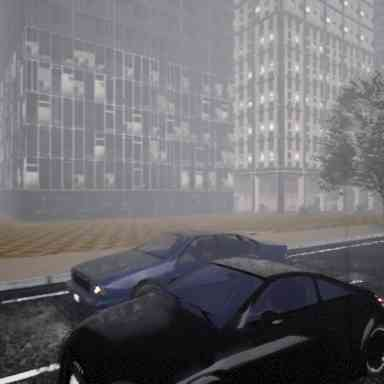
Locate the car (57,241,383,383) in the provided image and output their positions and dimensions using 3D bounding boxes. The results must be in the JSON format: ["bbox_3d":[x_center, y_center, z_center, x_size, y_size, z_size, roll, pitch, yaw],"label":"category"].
[{"bbox_3d":[0.610,1.590,4.096,4.181,1.385,1.994,1,0,-34],"label":"car"}]

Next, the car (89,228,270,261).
[{"bbox_3d":[0.036,1.590,7.708,5.357,1.411,2.033,1,0,-36],"label":"car"}]
